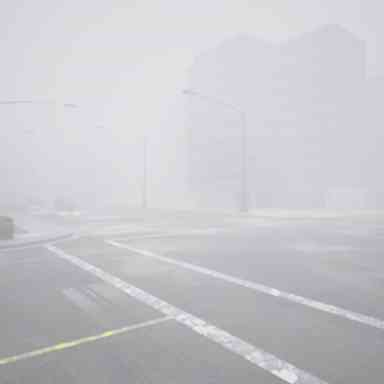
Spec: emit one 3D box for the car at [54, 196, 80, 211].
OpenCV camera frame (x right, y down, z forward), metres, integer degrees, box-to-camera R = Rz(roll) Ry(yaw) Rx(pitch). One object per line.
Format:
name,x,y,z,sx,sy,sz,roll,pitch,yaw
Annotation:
car,-15.321,1.331,40.623,2.097,1.767,4.553,0,0,-36

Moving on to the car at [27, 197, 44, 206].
car,-26.064,1.493,55.306,1.882,1.535,5.008,0,0,-36
